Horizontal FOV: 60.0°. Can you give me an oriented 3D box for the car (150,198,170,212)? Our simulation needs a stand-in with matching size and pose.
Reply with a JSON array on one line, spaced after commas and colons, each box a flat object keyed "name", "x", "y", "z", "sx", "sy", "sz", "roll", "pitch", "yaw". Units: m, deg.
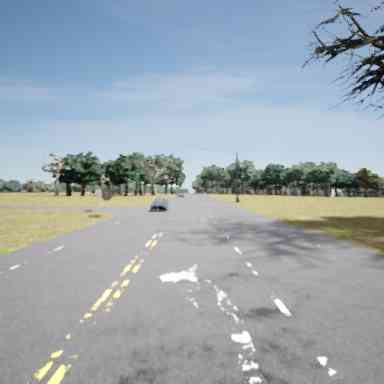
[{"name": "car", "x": -3.502, "y": 1.388, "z": 36.905, "sx": 2.033, "sy": 1.411, "sz": 5.357, "roll": 1, "pitch": 0, "yaw": 0}]
